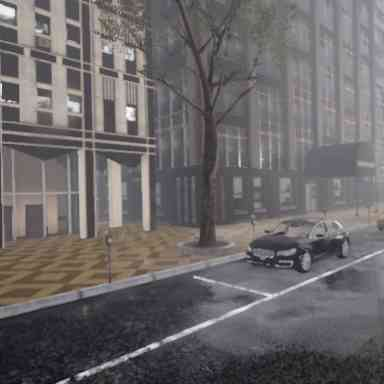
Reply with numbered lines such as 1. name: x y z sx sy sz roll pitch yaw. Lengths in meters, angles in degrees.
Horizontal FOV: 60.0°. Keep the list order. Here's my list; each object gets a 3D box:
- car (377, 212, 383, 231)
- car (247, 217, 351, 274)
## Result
1. car: 11.600 1.312 18.164 4.829 1.417 1.752 -1 0 -44
2. car: 3.472 1.504 10.422 4.403 1.369 2.008 -1 0 -44
